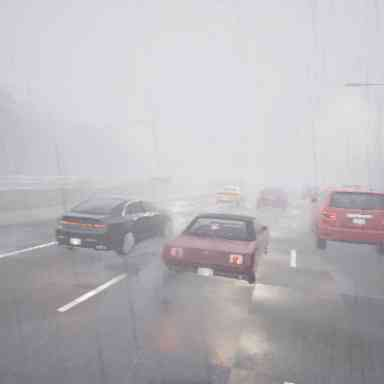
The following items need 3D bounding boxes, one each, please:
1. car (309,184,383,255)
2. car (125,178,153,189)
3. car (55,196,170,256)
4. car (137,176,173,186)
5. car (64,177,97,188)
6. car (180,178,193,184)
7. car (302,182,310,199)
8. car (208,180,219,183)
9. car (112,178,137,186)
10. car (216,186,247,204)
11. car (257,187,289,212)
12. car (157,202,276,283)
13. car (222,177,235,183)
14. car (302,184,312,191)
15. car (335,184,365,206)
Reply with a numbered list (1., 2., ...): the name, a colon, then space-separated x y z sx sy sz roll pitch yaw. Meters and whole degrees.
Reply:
1. car: 5.657 0.862 12.223 2.150 2.045 5.566 3 3 17
2. car: -8.000 -1.300 50.308 2.128 1.511 4.902 3 3 18
3. car: -2.129 0.888 10.468 1.837 1.490 4.892 3 3 17
4. car: -4.021 -0.892 39.825 2.150 2.045 5.566 3 3 18
5. car: -14.154 -1.208 42.582 1.882 1.535 5.008 3 3 18
6. car: -1.399 -2.669 81.671 1.895 1.301 4.718 3 3 18
7. car: 14.779 0.008 40.969 2.097 1.767 4.553 3 3 18
8. car: 5.125 -2.274 79.135 1.994 1.385 4.181 3 3 18
9. car: -7.682 -0.673 39.919 1.895 1.301 4.718 3 3 18
10. car: 3.402 0.264 28.003 1.882 1.535 5.008 3 3 17
11. car: 6.215 0.391 25.289 2.097 1.767 4.553 3 3 17
12. car: 0.953 1.207 8.635 1.895 1.301 4.718 3 3 17
13. car: 8.713 -2.488 78.791 2.150 2.045 5.566 3 3 18
14. car: 25.930 -1.014 75.317 1.994 1.385 4.181 3 4 18
15. car: 17.034 0.206 36.207 2.150 2.045 5.566 3 3 18
